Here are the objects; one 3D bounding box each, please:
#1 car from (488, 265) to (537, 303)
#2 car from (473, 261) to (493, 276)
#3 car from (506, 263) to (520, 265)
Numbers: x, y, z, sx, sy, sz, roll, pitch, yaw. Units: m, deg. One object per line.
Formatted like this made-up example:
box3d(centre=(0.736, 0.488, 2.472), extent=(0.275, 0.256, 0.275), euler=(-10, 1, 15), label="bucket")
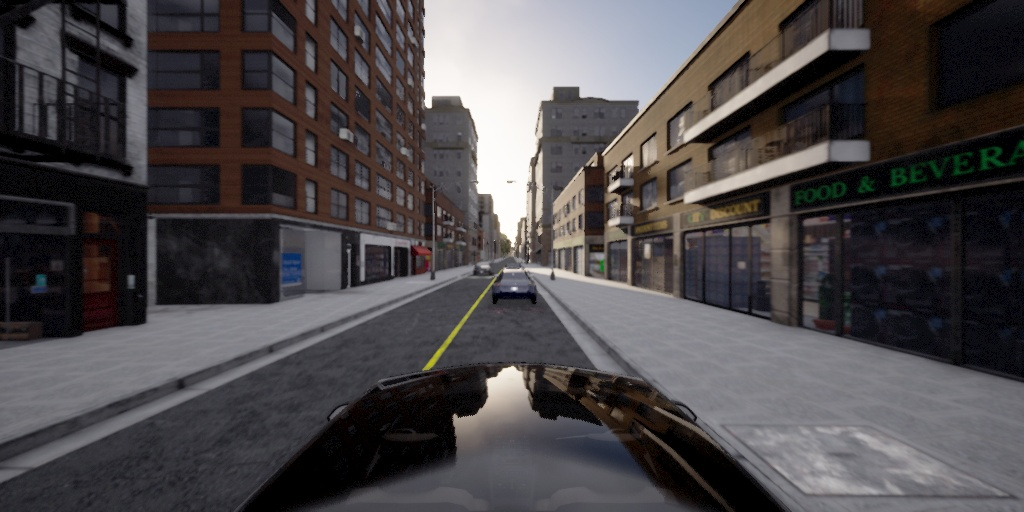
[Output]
box3d(centre=(0.101, 1.320, 16.821), extent=(1.994, 1.385, 4.181), euler=(0, 0, 0), label="car")
box3d(centre=(-3.004, 1.298, 37.848), extent=(1.812, 1.442, 4.674), euler=(0, 0, 0), label="car")
box3d(centre=(0.104, 1.370, 34.901), extent=(1.895, 1.301, 4.718), euler=(0, 0, 0), label="car")
